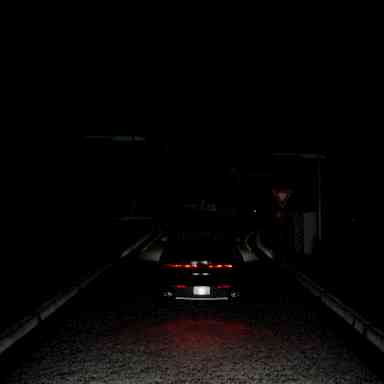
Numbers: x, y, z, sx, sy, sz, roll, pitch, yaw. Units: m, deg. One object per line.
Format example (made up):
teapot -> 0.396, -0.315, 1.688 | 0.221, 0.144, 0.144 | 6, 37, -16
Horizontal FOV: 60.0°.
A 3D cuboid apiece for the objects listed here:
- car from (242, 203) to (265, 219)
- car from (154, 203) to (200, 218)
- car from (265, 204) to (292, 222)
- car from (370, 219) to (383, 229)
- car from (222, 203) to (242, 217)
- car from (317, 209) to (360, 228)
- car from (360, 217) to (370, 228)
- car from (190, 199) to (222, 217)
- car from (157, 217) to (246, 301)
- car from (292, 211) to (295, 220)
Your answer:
car -> 6.713, 2.461, 43.108 | 2.185, 1.767, 4.553 | 6, -3, -32
car -> -1.837, 2.165, 36.214 | 4.718, 1.301, 1.895 | 0, -1, -9
car -> 9.697, 2.621, 43.737 | 2.435, 2.045, 5.566 | 7, -3, -32
car -> 24.408, 4.320, 46.687 | 2.002, 1.452, 4.674 | 7, -3, -31
car -> 3.753, 2.217, 42.538 | 2.185, 1.767, 4.553 | 4, -3, -32
car -> 16.573, 3.090, 39.801 | 5.566, 2.045, 2.150 | 6, -2, -11
car -> 21.450, 4.037, 46.102 | 2.002, 1.452, 4.674 | 6, -3, -31
car -> 0.887, 1.932, 41.880 | 2.435, 2.045, 5.566 | 1, -2, -31
car -> 0.225, 1.595, 8.505 | 1.837, 1.490, 4.892 | 0, -1, 1
car -> 12.513, 3.149, 44.508 | 1.946, 1.575, 5.366 | 6, -3, -31
